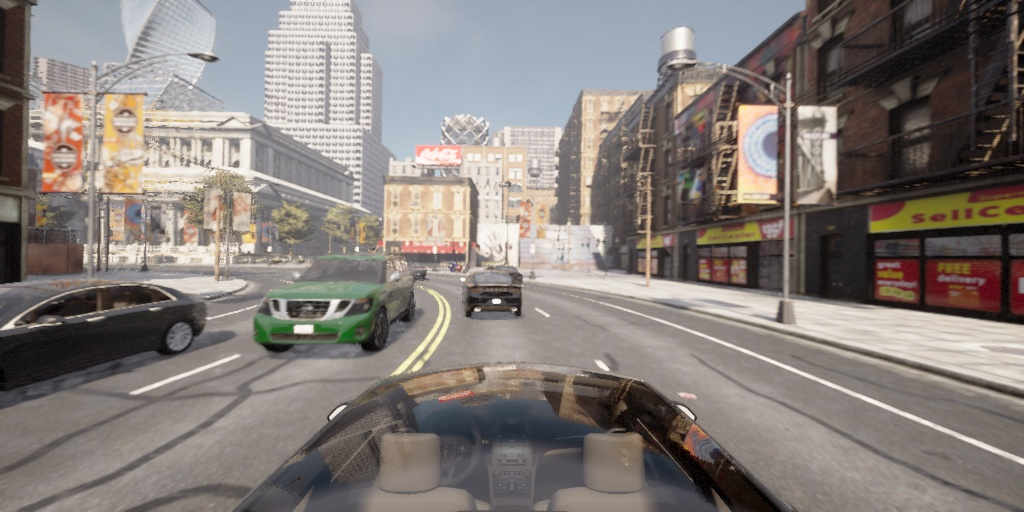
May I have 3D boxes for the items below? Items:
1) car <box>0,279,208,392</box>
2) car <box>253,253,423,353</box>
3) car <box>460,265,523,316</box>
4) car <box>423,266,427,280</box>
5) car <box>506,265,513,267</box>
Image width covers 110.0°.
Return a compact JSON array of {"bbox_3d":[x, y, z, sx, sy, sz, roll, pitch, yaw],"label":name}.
[{"bbox_3d":[-7.291,1.160,5.553,1.837,1.490,4.892,1,0,-2],"label":"car"},{"bbox_3d":[-3.905,0.944,9.084,2.150,2.045,5.566,1,0,-5],"label":"car"},{"bbox_3d":[-0.904,1.267,13.617,1.882,1.535,5.008,1,0,-10],"label":"car"},{"bbox_3d":[-8.978,1.233,30.618,2.128,1.511,4.902,1,0,-38],"label":"car"},{"bbox_3d":[-0.916,1.343,24.181,1.837,1.490,4.892,1,0,-24],"label":"car"}]
